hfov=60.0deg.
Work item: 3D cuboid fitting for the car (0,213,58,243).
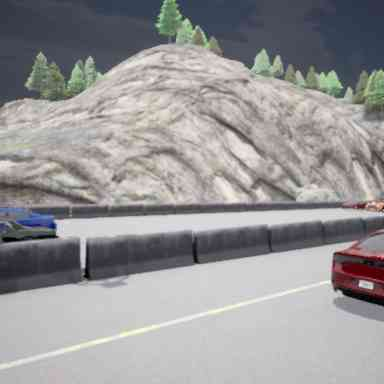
[{"bbox_3d":[-7.382,1.604,11.625,4.718,1.301,1.895,0,0,-36],"label":"car"}]

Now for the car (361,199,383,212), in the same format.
[{"bbox_3d":[24.326,1.635,42.833,4.553,1.767,2.097,0,0,-35],"label":"car"}]

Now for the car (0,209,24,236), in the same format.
[{"bbox_3d":[-11.491,1.603,17.292,4.718,1.301,1.895,0,0,-36],"label":"car"}]

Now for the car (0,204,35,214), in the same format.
[{"bbox_3d":[-8.728,1.486,14.963,5.008,1.535,1.882,0,0,-36],"label":"car"}]

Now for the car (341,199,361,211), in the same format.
[{"bbox_3d":[22.587,1.764,45.889,5.008,1.535,1.882,1,-1,-35],"label":"car"}]

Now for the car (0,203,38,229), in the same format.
[{"bbox_3d":[-12.508,1.502,20.865,4.902,1.511,2.128,0,0,-36],"label":"car"}]

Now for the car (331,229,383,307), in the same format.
[{"bbox_3d":[5.147,1.531,7.424,5.008,1.535,1.882,0,0,-36],"label":"car"}]
